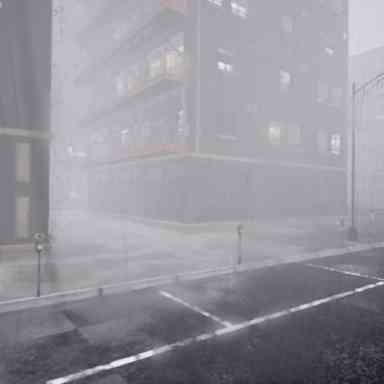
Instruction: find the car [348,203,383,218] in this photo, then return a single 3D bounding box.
[{"bbox_3d":[15.849,1.703,31.046,2.008,1.369,4.403,2,0,-36],"label":"car"}]
